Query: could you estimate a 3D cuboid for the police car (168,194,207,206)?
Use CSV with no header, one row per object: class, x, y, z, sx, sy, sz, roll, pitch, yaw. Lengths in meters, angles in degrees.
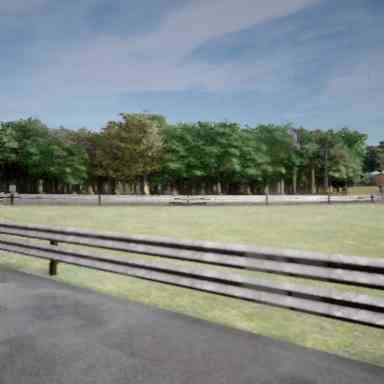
police car,-0.618,1.039,44.029,4.974,1.542,2.038,0,-1,-9
